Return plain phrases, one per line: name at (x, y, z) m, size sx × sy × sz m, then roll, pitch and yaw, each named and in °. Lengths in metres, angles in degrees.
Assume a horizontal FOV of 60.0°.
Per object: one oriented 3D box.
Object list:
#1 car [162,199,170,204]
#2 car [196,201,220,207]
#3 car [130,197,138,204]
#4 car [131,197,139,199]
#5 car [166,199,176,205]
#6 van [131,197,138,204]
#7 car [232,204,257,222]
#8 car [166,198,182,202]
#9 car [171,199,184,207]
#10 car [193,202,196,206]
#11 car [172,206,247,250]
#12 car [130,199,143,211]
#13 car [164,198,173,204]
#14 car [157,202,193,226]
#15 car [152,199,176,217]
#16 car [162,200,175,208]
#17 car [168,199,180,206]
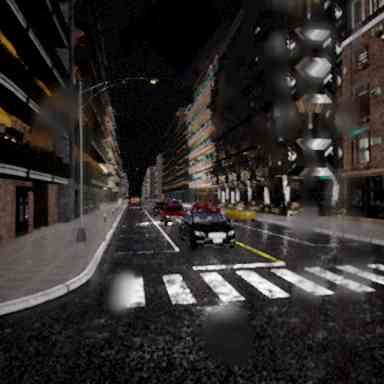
car at (-6.970, 2.485, 89.498) m, size 1.802 × 1.307 × 4.206 m, roll -1°, pitch -1°, yaw -10°
car at (2.082, 1.877, 39.352) m, size 1.887 × 1.381 × 4.507 m, roll 0°, pitch -1°, yaw -10°
car at (-16.229, 2.348, 93.602) m, size 2.192 × 1.841 × 5.009 m, roll -1°, pitch -1°, yaw -10°
car at (-12.205, 2.082, 71.317) m, size 2.192 × 1.841 × 5.009 m, roll 0°, pitch -1°, yaw -10°
car at (-4.958, 2.317, 78.356) m, size 1.887 × 1.381 × 4.507 m, roll 0°, pitch -1°, yaw -10°
van at (-15.222, 2.302, 88.032) m, size 1.690 × 1.788 × 3.998 m, roll 0°, pitch -1°, yaw -10°
car at (4.063, 1.741, 28.378) m, size 1.752 × 1.417 × 4.829 m, roll 0°, pitch -1°, yaw -10°
car at (-2.455, 2.000, 49.896) m, size 1.812 × 1.442 × 4.674 m, roll 0°, pitch -1°, yaw -10°
car at (-2.946, 2.197, 67.211) m, size 2.008 × 1.369 × 4.403 m, roll 0°, pitch -1°, yaw -10°
car at (1.077, 1.939, 44.923) m, size 1.887 × 1.381 × 4.507 m, roll 0°, pitch -1°, yaw -10°
car at (0.558, 1.628, 15.192) m, size 2.128 × 1.511 × 4.902 m, roll 0°, pitch -1°, yaw -10°
car at (-8.179, 2.098, 49.025) m, size 1.802 × 1.307 × 4.206 m, roll 0°, pitch -1°, yaw -10°
car at (-5.965, 2.277, 83.926) m, size 1.967 × 1.590 × 4.097 m, roll 0°, pitch -1°, yaw -10°
car at (-1.428, 1.769, 26.201) m, size 1.812 × 1.442 × 4.674 m, roll 0°, pitch -1°, yaw -10°
car at (-3.274, 1.857, 36.493) m, size 1.837 × 1.490 × 4.892 m, roll 0°, pitch 0°, yaw -10°
car at (-4.277, 2.114, 59.985) m, size 1.812 × 1.442 × 4.674 m, roll 0°, pitch -1°, yaw -10°
car at (-3.952, 2.260, 72.783) m, size 2.008 × 1.369 × 4.403 m, roll 0°, pitch -1°, yaw -10°
